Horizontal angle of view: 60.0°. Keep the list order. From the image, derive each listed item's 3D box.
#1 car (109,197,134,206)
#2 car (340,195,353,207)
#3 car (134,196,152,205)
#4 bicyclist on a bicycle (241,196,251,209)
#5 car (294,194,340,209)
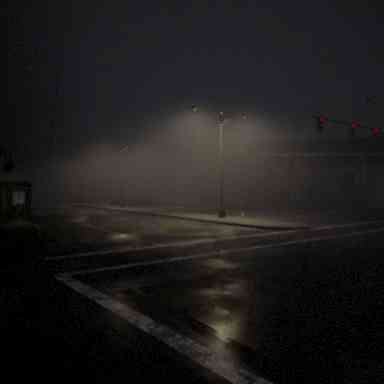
[{"bbox_3d":[-11.064,1.400,50.740,1.994,1.385,4.181,-1,0,-35],"label":"car"},{"bbox_3d":[18.185,1.151,42.046,1.970,1.475,3.806,-1,0,-35],"label":"car"},{"bbox_3d":[-8.199,1.356,52.750,2.033,1.411,5.357,-1,0,-35],"label":"car"},{"bbox_3d":[6.342,1.209,39.765,1.656,1.620,0.582,-6,-6,-37],"label":"bicyclist on a bicycle"},{"bbox_3d":[13.918,1.035,38.122,2.242,1.667,4.611,-1,0,-35],"label":"car"}]
